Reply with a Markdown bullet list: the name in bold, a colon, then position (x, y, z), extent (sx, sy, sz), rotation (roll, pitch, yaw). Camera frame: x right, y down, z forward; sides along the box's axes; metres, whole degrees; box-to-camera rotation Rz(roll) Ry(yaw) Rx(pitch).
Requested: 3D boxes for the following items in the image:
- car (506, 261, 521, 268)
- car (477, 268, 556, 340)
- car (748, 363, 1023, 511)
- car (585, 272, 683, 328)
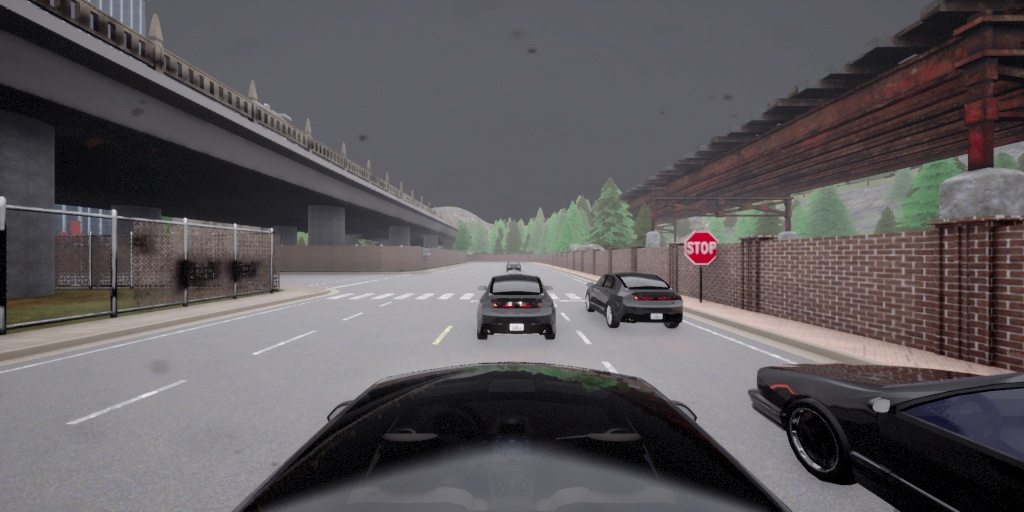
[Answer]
- **car**: position (0.205, 1.351, 46.264), extent (1.895, 1.301, 4.718), rotation (0, 0, -1)
- **car**: position (0.103, 1.255, 9.977), extent (1.837, 1.490, 4.892), rotation (0, 0, 0)
- **car**: position (3.600, 1.297, 1.588), extent (2.033, 1.411, 5.357), rotation (0, 0, 0)
- **car**: position (3.605, 1.255, 11.334), extent (1.837, 1.490, 4.892), rotation (0, 0, 0)
